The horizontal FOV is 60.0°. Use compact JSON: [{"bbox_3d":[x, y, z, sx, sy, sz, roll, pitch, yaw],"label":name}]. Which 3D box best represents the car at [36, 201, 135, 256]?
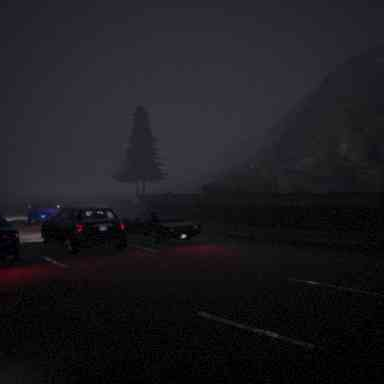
[{"bbox_3d":[-4.429,1.296,13.281,2.097,1.767,4.553,0,0,-39],"label":"car"}]

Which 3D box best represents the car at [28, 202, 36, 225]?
[{"bbox_3d":[-10.338,1.374,23.251,1.882,1.535,5.008,0,0,-23],"label":"car"}]

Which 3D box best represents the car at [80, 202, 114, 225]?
[{"bbox_3d":[-7.120,1.499,24.629,1.895,1.301,4.718,0,0,-23],"label":"car"}]

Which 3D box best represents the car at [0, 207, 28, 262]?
[{"bbox_3d":[-7.184,1.426,11.121,1.882,1.535,5.008,0,0,-39],"label":"car"}]

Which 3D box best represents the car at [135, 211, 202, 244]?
[{"bbox_3d":[-1.732,1.539,15.512,1.895,1.301,4.718,0,0,-39],"label":"car"}]
